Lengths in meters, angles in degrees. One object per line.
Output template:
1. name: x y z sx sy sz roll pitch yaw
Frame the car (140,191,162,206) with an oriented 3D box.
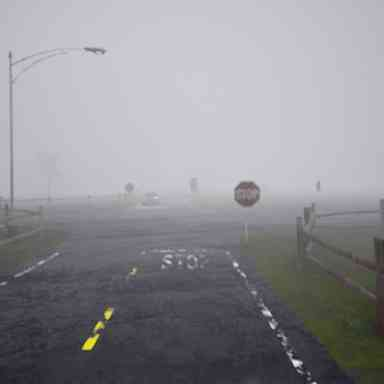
1. car: -4.313 0.709 35.168 1.837 1.490 4.892 0 3 -4
